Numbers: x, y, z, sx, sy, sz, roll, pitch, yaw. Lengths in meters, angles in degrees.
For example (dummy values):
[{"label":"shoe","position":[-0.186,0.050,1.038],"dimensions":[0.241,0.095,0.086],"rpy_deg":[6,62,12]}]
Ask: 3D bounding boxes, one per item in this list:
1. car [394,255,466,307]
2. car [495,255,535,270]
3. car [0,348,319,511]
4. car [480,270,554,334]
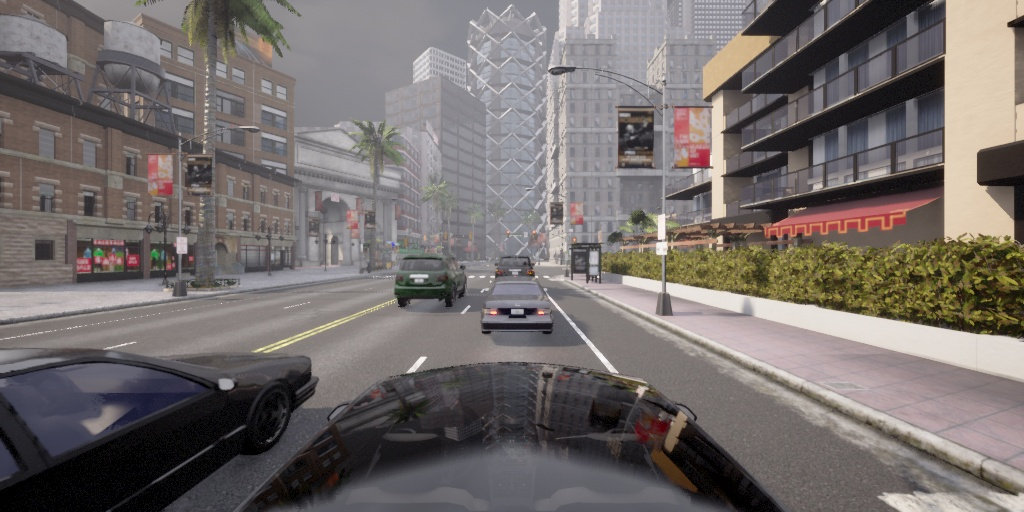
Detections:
[{"label":"car","position":[-3.349,0.973,15.632],"dimensions":[2.150,2.045,5.566],"rpy_deg":[0,0,0]},{"label":"car","position":[0.166,0.971,20.820],"dimensions":[2.150,2.045,5.566],"rpy_deg":[0,0,0]},{"label":"car","position":[-3.355,1.298,2.030],"dimensions":[2.033,1.411,5.357],"rpy_deg":[0,0,0]},{"label":"car","position":[0.129,1.297,10.568],"dimensions":[2.033,1.411,5.357],"rpy_deg":[0,0,0]}]
